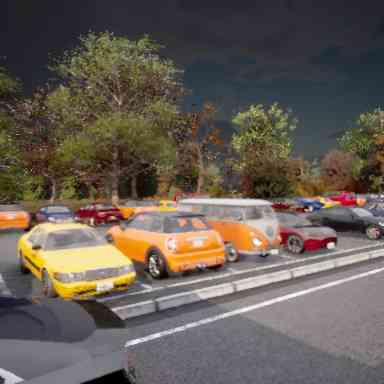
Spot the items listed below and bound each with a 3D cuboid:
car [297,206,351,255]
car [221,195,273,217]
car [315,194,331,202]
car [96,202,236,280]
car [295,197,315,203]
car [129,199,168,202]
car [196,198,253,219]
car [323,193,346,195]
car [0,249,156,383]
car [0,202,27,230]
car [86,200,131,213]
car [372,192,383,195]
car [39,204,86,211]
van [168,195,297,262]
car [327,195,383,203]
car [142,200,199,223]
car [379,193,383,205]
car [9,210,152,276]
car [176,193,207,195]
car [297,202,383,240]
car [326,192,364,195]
[{"bbox_3d":[3.495,1.473,13.613,2.163,1.488,4.792,-1,0,-35],"label":"car"},{"bbox_3d":[4.999,1.231,30.760,2.185,1.767,4.553,-1,0,-35],"label":"car"},{"bbox_3d":[11.840,1.287,35.558,2.097,1.535,5.008,-1,0,-35],"label":"car"},{"bbox_3d":[-1.053,1.358,10.400,2.185,1.767,4.553,0,0,-35],"label":"car"},{"bbox_3d":[9.584,1.340,33.923,2.163,1.488,4.792,-1,0,-35],"label":"car"},{"bbox_3d":[-4.066,1.317,24.283,2.185,1.767,4.553,-1,0,-35],"label":"car"},{"bbox_3d":[2.739,1.380,29.134,2.231,1.521,4.892,-1,0,-35],"label":"car"},{"bbox_3d":[13.909,1.262,37.239,1.946,1.575,5.366,-1,0,-35],"label":"car"},{"bbox_3d":[-2.662,1.500,1.785,4.902,1.511,2.128,0,0,-35],"label":"car"},{"bbox_3d":[-10.891,1.376,19.466,2.185,1.767,4.553,0,0,-35],"label":"car"},{"bbox_3d":[-6.355,1.463,22.699,2.097,1.535,5.008,0,0,-35],"label":"car"},{"bbox_3d":[23.097,1.045,43.537,2.185,1.767,4.553,-1,0,-35],"label":"car"},{"bbox_3d":[-8.634,1.522,21.100,2.002,1.452,4.674,0,0,-35],"label":"car"},{"bbox_3d":[1.219,1.239,11.899,1.878,1.987,4.442,0,0,-35],"label":"van"},{"bbox_3d":[10.316,1.254,18.426,2.185,1.767,4.553,-1,0,-35],"label":"car"},{"bbox_3d":[-1.811,1.421,25.920,2.097,1.535,5.008,-1,0,-35],"label":"car"},{"bbox_3d":[30.060,0.972,48.377,2.185,1.767,4.553,-1,0,-35],"label":"car"},{"bbox_3d":[-3.237,1.500,8.670,1.946,1.575,5.366,0,0,-35],"label":"car"},{"bbox_3d":[0.483,1.149,27.499,2.435,2.045,5.566,-1,0,-35],"label":"car"},{"bbox_3d":[8.024,1.441,16.850,2.002,1.452,4.674,-1,0,-35],"label":"car"},{"bbox_3d":[16.273,0.990,38.716,2.435,2.045,5.566,-1,0,-35],"label":"car"}]
